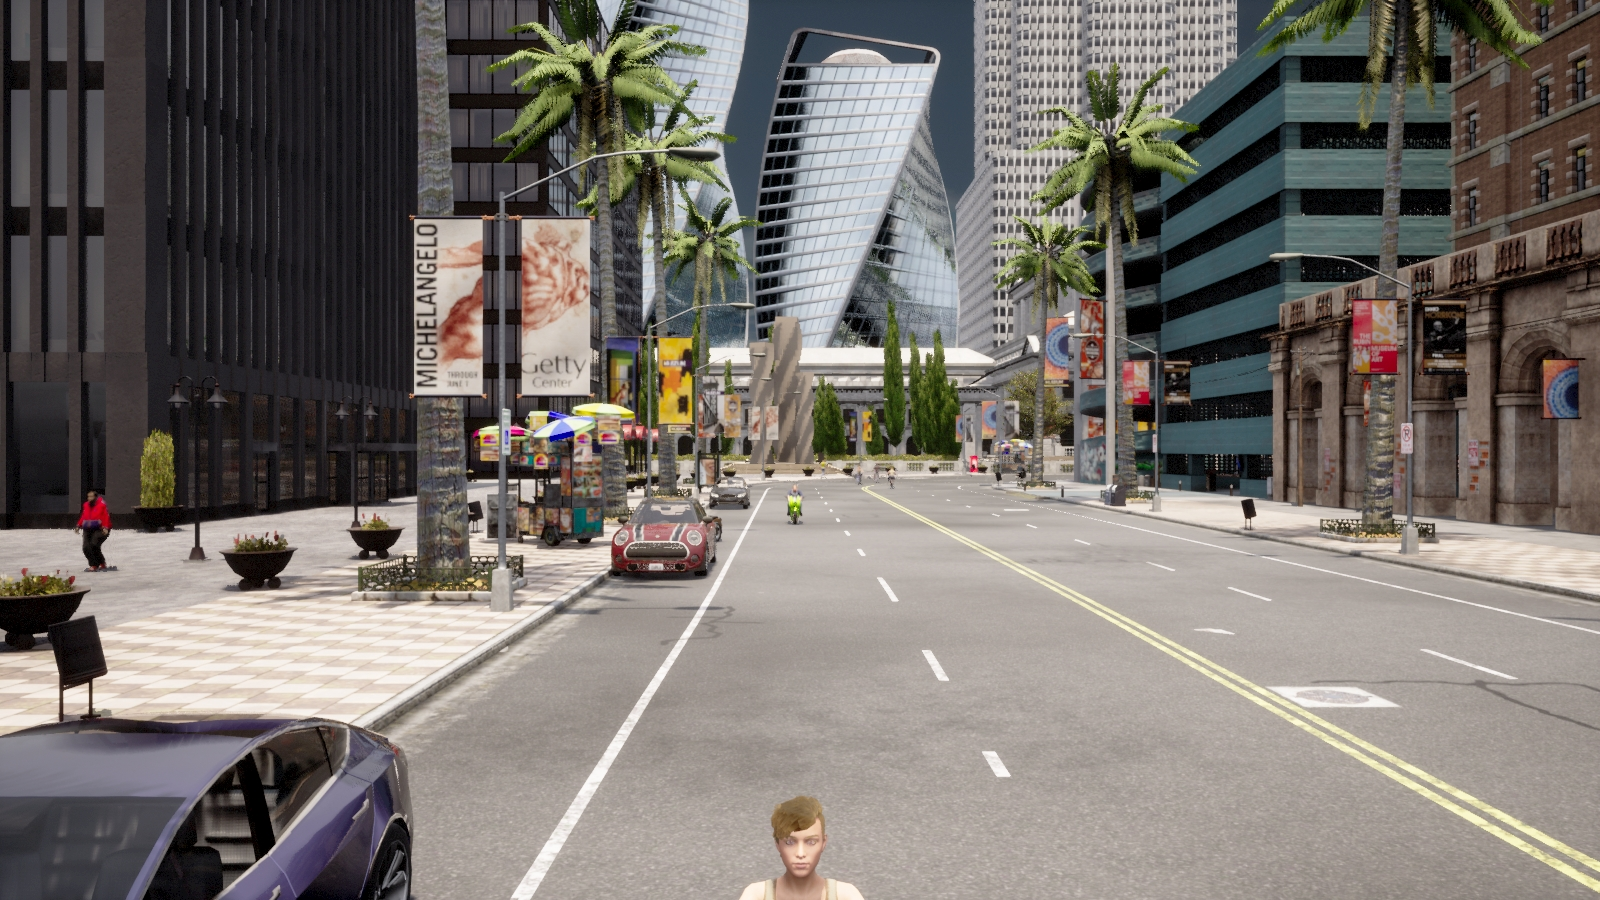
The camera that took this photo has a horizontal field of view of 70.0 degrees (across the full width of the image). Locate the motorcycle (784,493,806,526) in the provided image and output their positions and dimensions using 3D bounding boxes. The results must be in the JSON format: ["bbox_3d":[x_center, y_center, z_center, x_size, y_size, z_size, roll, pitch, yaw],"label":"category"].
[{"bbox_3d":[-0.191,2.230,43.015,0.803,1.145,2.033,0,0,-1],"label":"motorcycle"}]

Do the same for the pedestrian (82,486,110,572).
[{"bbox_3d":[-15.440,1.724,25.074,0.375,1.860,0.375,0,0,4],"label":"pedestrian"}]

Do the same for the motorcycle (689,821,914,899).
[{"bbox_3d":[0.005,2.172,3.546,0.764,1.277,2.356,0,0,0],"label":"motorcycle"}]

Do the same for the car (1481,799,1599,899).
[{"bbox_3d":[3.501,2.067,2.255,1.816,1.474,4.193,0,0,0],"label":"car"}]
